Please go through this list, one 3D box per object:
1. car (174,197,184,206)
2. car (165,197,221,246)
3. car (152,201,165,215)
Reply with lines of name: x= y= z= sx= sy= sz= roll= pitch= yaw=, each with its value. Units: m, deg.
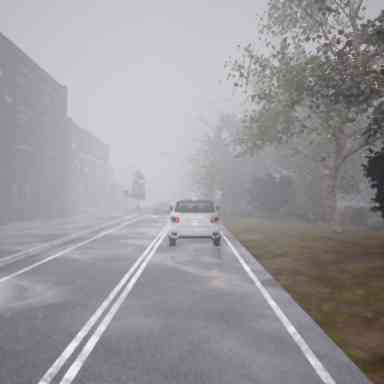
car: x=-2.927 y=2.149 z=78.544 sx=2.150 sy=2.045 sz=5.566 roll=0 pitch=-1 yaw=0
car: x=0.120 y=1.261 z=15.618 sx=2.150 sy=2.045 sz=5.566 roll=0 pitch=0 yaw=0
car: x=-3.258 y=1.751 z=36.840 sx=1.837 sy=1.490 sz=4.892 roll=0 pitch=-1 yaw=0
